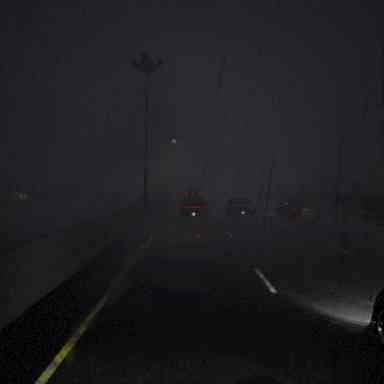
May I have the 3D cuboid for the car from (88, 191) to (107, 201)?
[{"bbox_3d":[-14.018,0.619,49.977,1.812,1.442,4.674,0,0,1],"label":"car"}]

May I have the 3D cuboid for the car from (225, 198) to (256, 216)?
[{"bbox_3d":[3.608,1.117,25.692,1.895,1.301,4.718,0,1,0],"label":"car"}]

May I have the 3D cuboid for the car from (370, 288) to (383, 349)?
[{"bbox_3d":[3.602,1.529,3.168,1.994,1.385,4.181,0,1,0],"label":"car"}]

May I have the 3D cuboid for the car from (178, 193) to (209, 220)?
[{"bbox_3d":[0.107,1.070,23.259,1.837,1.490,4.892,0,1,0],"label":"car"}]

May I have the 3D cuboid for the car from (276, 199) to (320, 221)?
[{"bbox_3d":[7.107,1.139,22.751,1.994,1.385,4.181,0,1,0],"label":"car"}]

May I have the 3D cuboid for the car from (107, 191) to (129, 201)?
[{"bbox_3d":[-10.527,0.572,49.082,1.882,1.535,5.008,0,0,1],"label":"car"}]

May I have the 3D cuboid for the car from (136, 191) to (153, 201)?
[{"bbox_3d":[-7.024,0.571,49.380,1.882,1.535,5.008,0,0,1],"label":"car"}]

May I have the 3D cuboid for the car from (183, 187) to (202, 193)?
[{"bbox_3d":[0.112,0.410,41.553,2.150,2.045,5.566,0,0,0],"label":"car"}]
